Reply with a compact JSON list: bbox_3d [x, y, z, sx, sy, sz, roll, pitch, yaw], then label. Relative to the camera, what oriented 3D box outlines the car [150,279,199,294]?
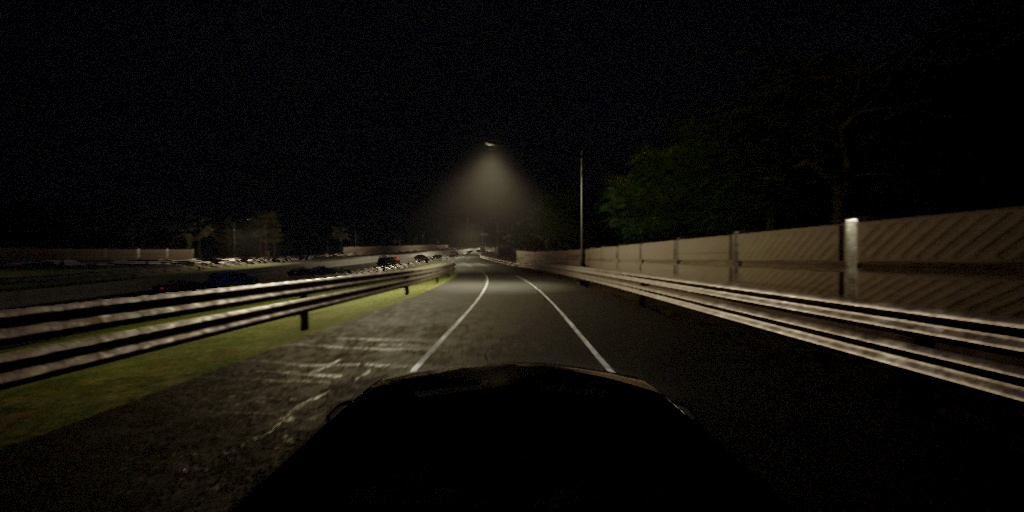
[{"bbox_3d":[-37.051,3.331,40.113,2.033,1.411,5.357,0,3,8],"label":"car"}]

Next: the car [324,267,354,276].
[{"bbox_3d":[-27.571,2.565,58.005,1.895,1.301,4.718,0,3,8],"label":"car"}]

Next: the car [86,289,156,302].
[{"bbox_3d":[-31.581,3.852,28.315,1.994,1.385,4.181,0,3,8],"label":"car"}]

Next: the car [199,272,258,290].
[{"bbox_3d":[-33.175,2.874,42.643,2.150,2.045,5.566,0,3,8],"label":"car"}]
